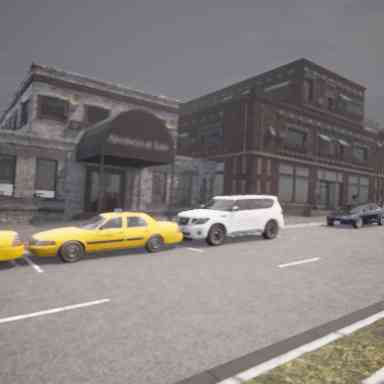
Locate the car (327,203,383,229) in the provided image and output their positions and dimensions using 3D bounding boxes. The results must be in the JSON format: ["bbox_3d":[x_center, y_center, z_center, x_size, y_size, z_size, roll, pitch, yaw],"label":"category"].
[{"bbox_3d":[10.794,1.471,21.693,4.792,1.488,2.163,0,0,-36],"label":"car"}]

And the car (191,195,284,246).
[{"bbox_3d":[1.829,1.176,15.240,5.566,2.045,2.435,0,0,-36],"label":"car"}]

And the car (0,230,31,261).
[{"bbox_3d":[-7.375,1.409,8.626,5.366,1.575,1.946,0,0,-36],"label":"car"}]

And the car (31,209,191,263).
[{"bbox_3d":[-2.890,1.416,11.851,5.366,1.575,1.946,0,0,-36],"label":"car"}]
